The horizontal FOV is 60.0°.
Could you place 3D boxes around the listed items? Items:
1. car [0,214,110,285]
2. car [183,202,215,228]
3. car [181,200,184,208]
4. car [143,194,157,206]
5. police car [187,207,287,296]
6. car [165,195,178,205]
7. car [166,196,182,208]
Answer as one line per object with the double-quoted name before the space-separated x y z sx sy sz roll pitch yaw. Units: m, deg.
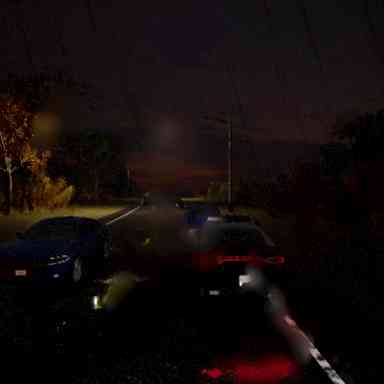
"car" -3.755 1.467 9.678 1.882 1.535 5.008 0 0 -1
"car" 0.645 1.456 18.724 1.882 1.535 5.008 0 0 -2
"car" 0.363 1.493 24.752 1.812 1.442 4.674 0 0 -3
"car" -6.422 1.495 51.180 1.994 1.385 4.181 0 0 -6
"police car" 0.949 1.416 8.783 1.930 1.638 5.238 0 0 -1
"car" -3.705 1.406 59.645 2.128 1.511 4.902 0 0 -8
"car" -2.191 1.444 45.629 1.837 1.490 4.892 0 0 -5
